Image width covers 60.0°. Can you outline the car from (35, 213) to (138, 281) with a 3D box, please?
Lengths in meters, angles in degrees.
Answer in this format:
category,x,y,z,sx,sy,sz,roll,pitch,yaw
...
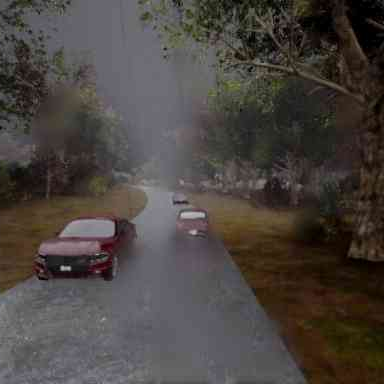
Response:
category,x,y,z,sx,sy,sz,roll,pitch,yaw
car,-2.854,1.452,10.004,1.882,1.535,5.008,1,0,0

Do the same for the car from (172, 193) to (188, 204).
category,x,y,z,sx,sy,sz,roll,pitch,yaw
car,-1.571,0.810,43.060,1.994,1.385,4.181,0,3,-6

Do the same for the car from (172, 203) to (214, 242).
category,x,y,z,sx,sy,sz,roll,pitch,yaw
car,0.021,1.502,16.201,1.812,1.442,4.674,-1,0,-1
